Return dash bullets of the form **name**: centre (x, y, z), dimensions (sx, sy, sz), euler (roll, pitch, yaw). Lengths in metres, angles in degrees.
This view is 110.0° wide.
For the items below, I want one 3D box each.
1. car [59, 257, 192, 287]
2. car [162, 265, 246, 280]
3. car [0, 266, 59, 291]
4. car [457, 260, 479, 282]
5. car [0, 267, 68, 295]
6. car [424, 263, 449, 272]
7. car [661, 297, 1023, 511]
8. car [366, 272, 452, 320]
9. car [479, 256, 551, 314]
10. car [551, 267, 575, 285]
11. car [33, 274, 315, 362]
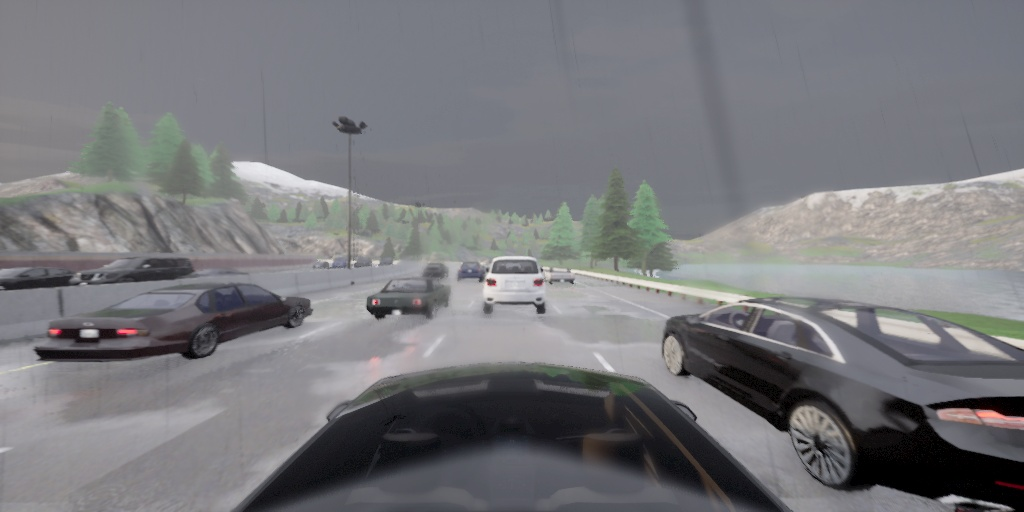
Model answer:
- **car**: centre (-21.100, 1.048, 20.447), dimensions (2.150, 2.045, 5.566), euler (0, -1, 0)
- **car**: centre (-17.614, 1.396, 21.267), dimensions (1.994, 1.385, 4.181), euler (0, 0, 0)
- **car**: centre (-24.601, 1.286, 18.120), dimensions (1.882, 1.535, 5.008), euler (0, 0, 0)
- **car**: centre (-3.517, 1.252, 31.471), dimensions (2.097, 1.767, 4.553), euler (0, 0, -2)
- **car**: centre (-28.108, 1.377, 19.799), dimensions (1.994, 1.385, 4.181), euler (0, 0, 0)
- **car**: centre (-7.086, 1.415, 33.761), dimensions (1.837, 1.490, 4.892), euler (0, 0, -2)
- **car**: centre (3.584, 1.261, 4.533), dimensions (2.128, 1.511, 4.902), euler (0, 0, 0)
- **car**: centre (-3.397, 1.405, 12.850), dimensions (1.895, 1.301, 4.718), euler (0, 0, 0)
- **car**: centre (0.103, 1.038, 14.366), dimensions (2.150, 2.045, 5.566), euler (0, 0, 0)
- **car**: centre (3.576, 1.490, 27.845), dimensions (1.895, 1.301, 4.718), euler (0, 0, -1)
- **car**: centre (-6.902, 1.325, 8.367), dimensions (2.033, 1.411, 5.357), euler (0, 0, 0)
